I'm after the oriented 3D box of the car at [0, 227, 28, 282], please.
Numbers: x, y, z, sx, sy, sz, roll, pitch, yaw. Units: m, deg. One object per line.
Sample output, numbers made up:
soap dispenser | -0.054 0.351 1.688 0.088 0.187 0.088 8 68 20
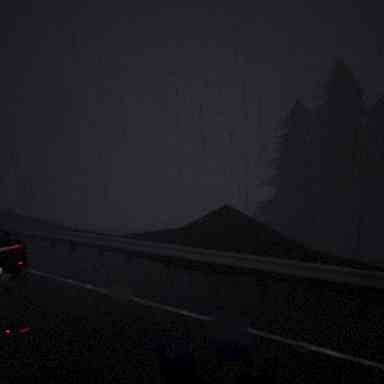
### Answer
car | -6.050 1.418 8.316 4.902 1.511 2.128 1 0 36
